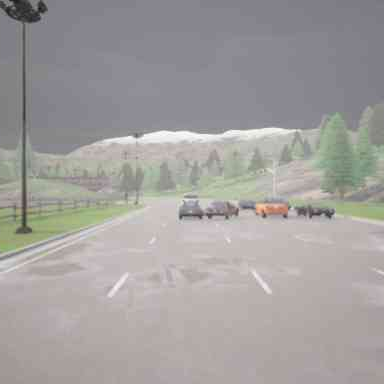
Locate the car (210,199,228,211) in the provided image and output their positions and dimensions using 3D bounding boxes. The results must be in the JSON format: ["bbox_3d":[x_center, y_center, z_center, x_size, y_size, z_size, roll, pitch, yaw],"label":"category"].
[{"bbox_3d":[3.365,1.549,41.823,1.895,1.301,4.718,0,0,0],"label":"car"}]

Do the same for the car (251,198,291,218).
[{"bbox_3d":[6.887,1.299,29.449,2.097,1.767,4.553,0,0,0],"label":"car"}]

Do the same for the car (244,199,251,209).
[{"bbox_3d":[6.863,1.500,41.835,1.994,1.385,4.181,0,0,0],"label":"car"}]

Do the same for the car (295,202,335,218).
[{"bbox_3d":[10.396,1.537,28.588,1.895,1.301,4.718,0,0,0],"label":"car"}]

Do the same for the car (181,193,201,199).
[{"bbox_3d":[-0.140,1.185,41.191,2.150,2.045,5.566,0,0,0],"label":"car"}]

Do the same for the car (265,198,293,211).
[{"bbox_3d":[10.357,1.473,40.046,2.033,1.411,5.357,0,0,0],"label":"car"}]

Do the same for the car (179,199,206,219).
[{"bbox_3d":[-0.113,1.537,28.697,1.994,1.385,4.181,0,0,0],"label":"car"}]

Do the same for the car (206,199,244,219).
[{"bbox_3d":[2.666,1.511,28.640,2.033,1.411,5.357,0,0,21],"label":"car"}]
